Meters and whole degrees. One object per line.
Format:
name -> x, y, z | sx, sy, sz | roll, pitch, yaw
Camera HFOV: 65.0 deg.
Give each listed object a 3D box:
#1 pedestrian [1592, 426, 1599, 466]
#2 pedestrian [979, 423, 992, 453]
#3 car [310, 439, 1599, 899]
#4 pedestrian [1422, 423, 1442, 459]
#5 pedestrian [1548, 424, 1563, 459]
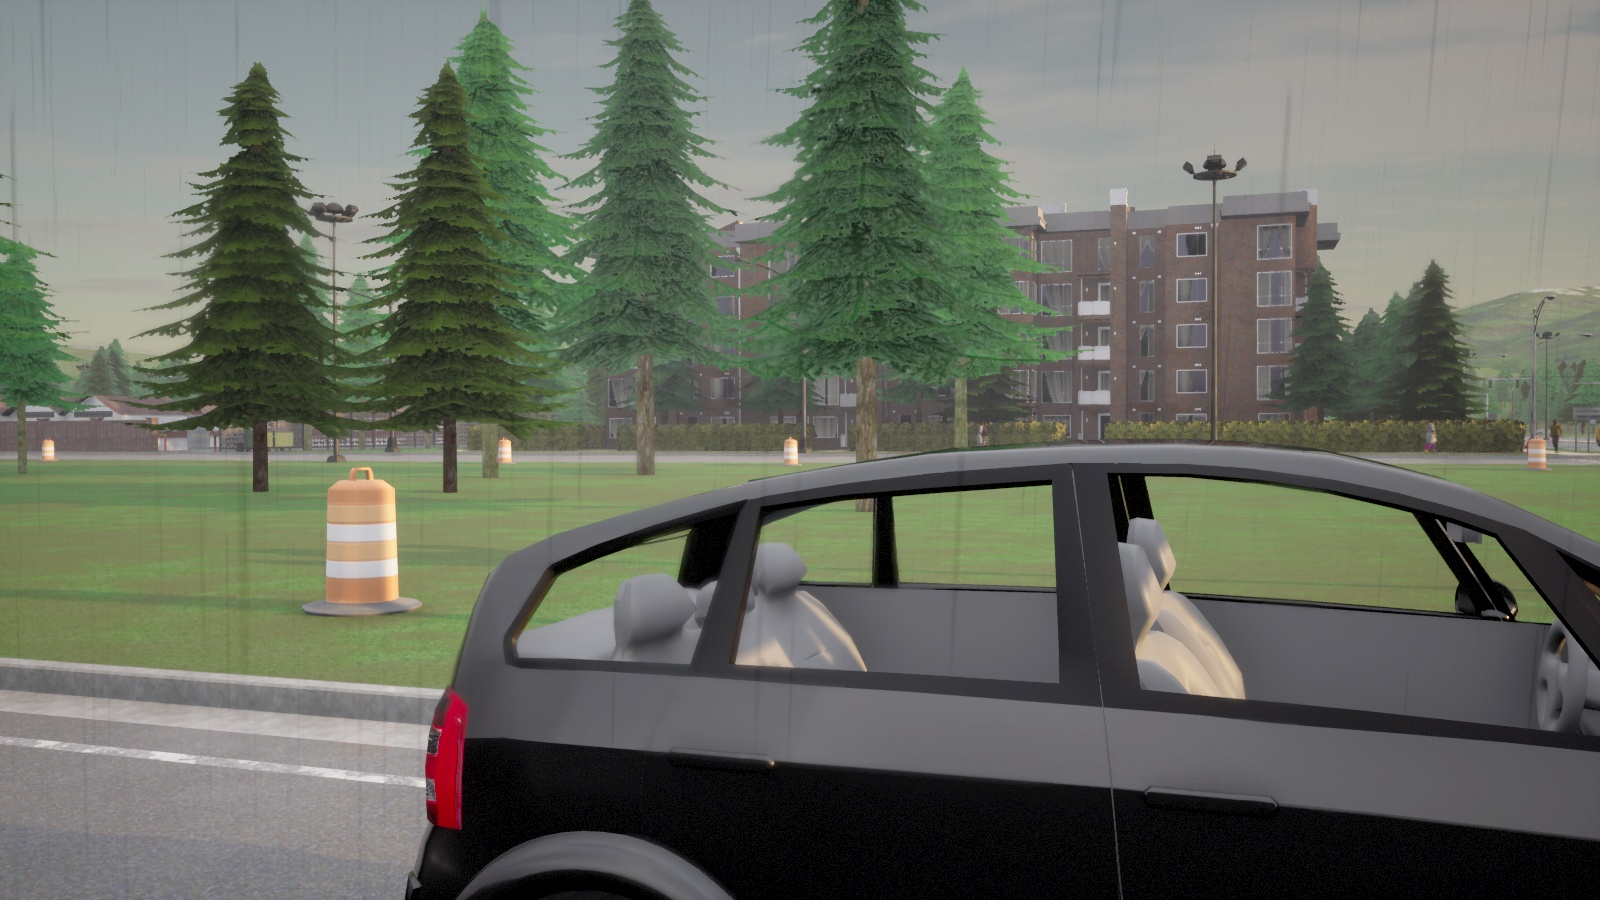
pedestrian -> 37.945, -0.186, 59.172 | 0.874, 1.855, 0.900 | 1, 1, 21
pedestrian -> 11.214, -0.717, 75.846 | 0.703, 1.840, 0.431 | 1, 1, 19
car -> 1.036, 0.764, 2.844 | 3.705, 1.549, 1.789 | 0, 1, 19
pedestrian -> 34.260, -0.506, 68.079 | 0.873, 1.952, 0.659 | 1, 1, 19
pedestrian -> 40.204, -0.458, 66.824 | 0.726, 1.835, 0.370 | 0, 1, -34
